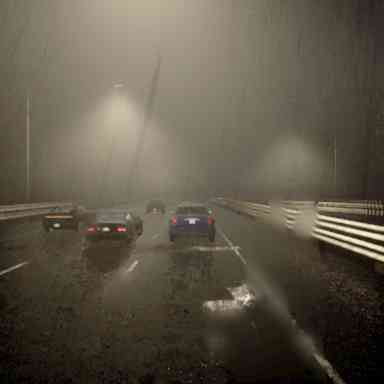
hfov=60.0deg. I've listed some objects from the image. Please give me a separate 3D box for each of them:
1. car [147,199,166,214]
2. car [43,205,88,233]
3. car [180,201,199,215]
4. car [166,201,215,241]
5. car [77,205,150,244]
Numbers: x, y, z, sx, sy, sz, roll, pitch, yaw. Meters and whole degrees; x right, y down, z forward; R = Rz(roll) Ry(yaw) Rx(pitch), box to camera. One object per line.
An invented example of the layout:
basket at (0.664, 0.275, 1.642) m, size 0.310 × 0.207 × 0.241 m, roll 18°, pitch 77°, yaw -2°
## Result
car at (-3.882, 1.553, 36.736) m, size 1.837 × 1.490 × 4.892 m, roll 0°, pitch 0°, yaw -1°
car at (-7.053, 1.512, 19.692) m, size 2.128 × 1.511 × 4.902 m, roll 0°, pitch 0°, yaw -1°
car at (-0.341, 1.645, 35.226) m, size 1.895 × 1.301 × 4.718 m, roll 0°, pitch 0°, yaw -1°
car at (-0.019, 1.367, 16.920) m, size 2.097 × 1.767 × 4.553 m, roll 0°, pitch 0°, yaw -1°
car at (-3.504, 1.562, 15.964) m, size 2.033 × 1.411 × 5.357 m, roll 0°, pitch 0°, yaw -1°
